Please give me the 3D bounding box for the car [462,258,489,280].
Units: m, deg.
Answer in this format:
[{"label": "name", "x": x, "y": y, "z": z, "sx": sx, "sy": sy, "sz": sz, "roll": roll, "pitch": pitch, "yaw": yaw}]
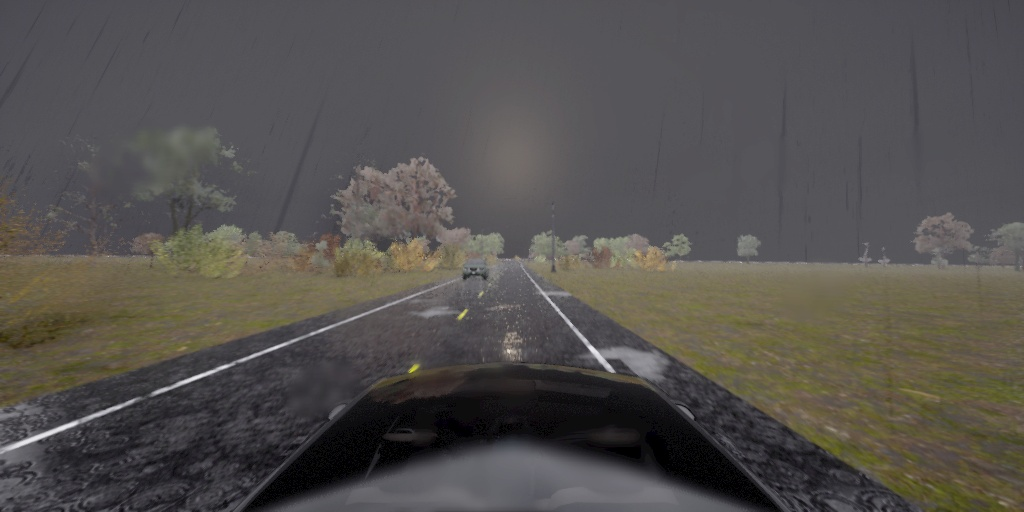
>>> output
[{"label": "car", "x": -3.403, "y": 1.192, "z": 34.571, "sx": 2.150, "sy": 2.045, "sz": 5.566, "roll": 0, "pitch": -1, "yaw": 0}]
